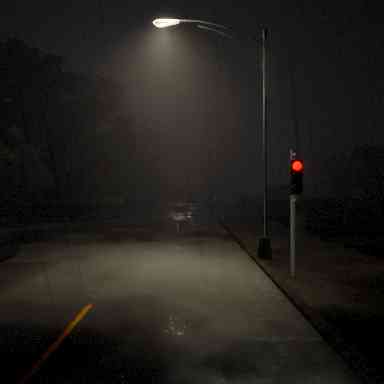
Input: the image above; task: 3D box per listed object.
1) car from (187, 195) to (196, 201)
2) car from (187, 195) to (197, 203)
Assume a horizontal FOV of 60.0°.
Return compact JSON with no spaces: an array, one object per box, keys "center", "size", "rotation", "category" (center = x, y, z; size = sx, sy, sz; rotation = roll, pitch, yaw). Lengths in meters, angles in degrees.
[{"center":[-0.083,1.409,77.493],"size":[1.895,1.301,4.718],"rotation":[0,0,0],"category":"car"},{"center":[-0.072,1.510,67.460],"size":[1.812,1.442,4.674],"rotation":[0,0,0],"category":"car"}]
